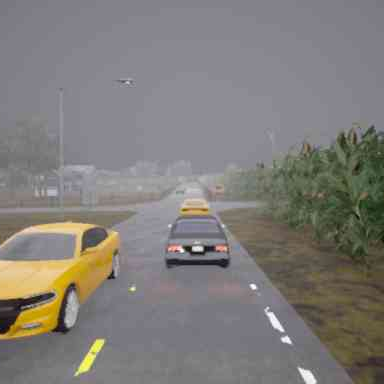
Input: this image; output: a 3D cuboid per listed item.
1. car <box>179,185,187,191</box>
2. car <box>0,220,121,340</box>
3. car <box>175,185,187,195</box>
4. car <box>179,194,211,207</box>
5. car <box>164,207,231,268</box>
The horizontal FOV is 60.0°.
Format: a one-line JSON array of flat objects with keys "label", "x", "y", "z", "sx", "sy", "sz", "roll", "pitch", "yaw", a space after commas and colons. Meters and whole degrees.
[{"label": "car", "x": -2.335, "y": -1.037, "z": 83.580, "sx": 1.882, "sy": 1.535, "sz": 5.008, "roll": 0, "pitch": 3, "yaw": 0}, {"label": "car", "x": -2.816, "y": 1.416, "z": 6.876, "sx": 1.882, "sy": 1.535, "sz": 5.008, "roll": 0, "pitch": 1, "yaw": 0}, {"label": "car", "x": -2.416, "y": -0.303, "z": 68.202, "sx": 1.882, "sy": 1.535, "sz": 5.008, "roll": 0, "pitch": 3, "yaw": 0}, {"label": "car", "x": 0.195, "y": 1.168, "z": 21.645, "sx": 1.882, "sy": 1.535, "sz": 5.008, "roll": 0, "pitch": 1, "yaw": 0}, {"label": "car", "x": 0.151, "y": 1.434, "z": 10.828, "sx": 2.033, "sy": 1.411, "sz": 5.357, "roll": 0, "pitch": 1, "yaw": 0}]
